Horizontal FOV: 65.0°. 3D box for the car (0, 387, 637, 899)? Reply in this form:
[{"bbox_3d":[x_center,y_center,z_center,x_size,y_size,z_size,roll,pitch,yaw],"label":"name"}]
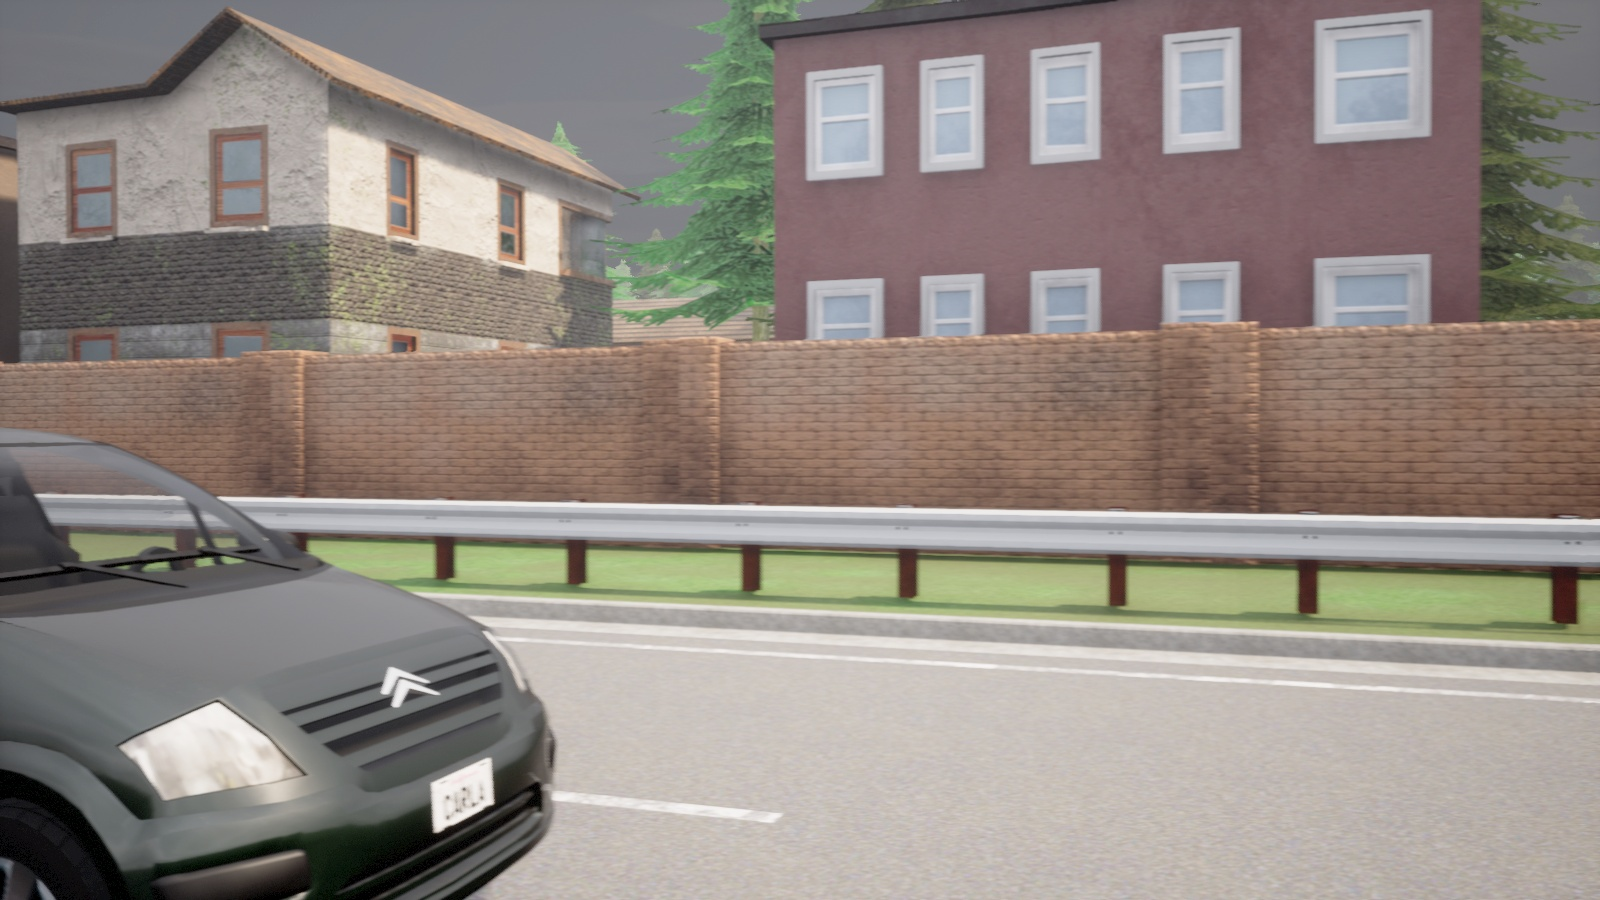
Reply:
[{"bbox_3d":[-2.753,0.648,4.118,3.988,1.617,1.851,1,1,19],"label":"car"}]
